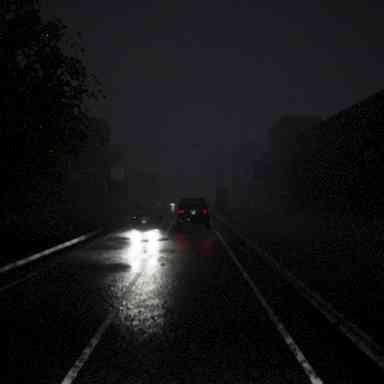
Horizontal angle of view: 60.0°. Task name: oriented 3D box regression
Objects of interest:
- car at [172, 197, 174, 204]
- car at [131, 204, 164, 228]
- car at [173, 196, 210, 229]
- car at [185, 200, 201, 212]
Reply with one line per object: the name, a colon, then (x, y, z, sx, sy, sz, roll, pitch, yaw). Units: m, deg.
car: (-3.012, 1.622, 66.370, 1.812, 1.442, 4.674, 0, 0, 0)
car: (-3.101, 1.654, 23.893, 2.128, 1.511, 4.902, 0, 0, 0)
car: (0.098, 1.383, 23.212, 2.150, 2.045, 5.566, 0, 0, 0)
car: (0.096, 1.770, 42.068, 1.895, 1.301, 4.718, 0, 0, 0)
